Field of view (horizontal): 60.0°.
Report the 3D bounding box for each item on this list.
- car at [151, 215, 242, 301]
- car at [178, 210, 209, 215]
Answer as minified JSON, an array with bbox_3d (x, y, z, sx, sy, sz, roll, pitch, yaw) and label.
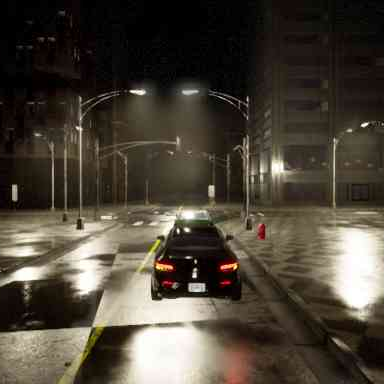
[{"bbox_3d":[0.086,1.523,8.186,1.812,1.442,4.674,0,0,0],"label":"car"},{"bbox_3d":[0.076,1.592,17.211,1.895,1.301,4.718,0,0,0],"label":"car"}]
